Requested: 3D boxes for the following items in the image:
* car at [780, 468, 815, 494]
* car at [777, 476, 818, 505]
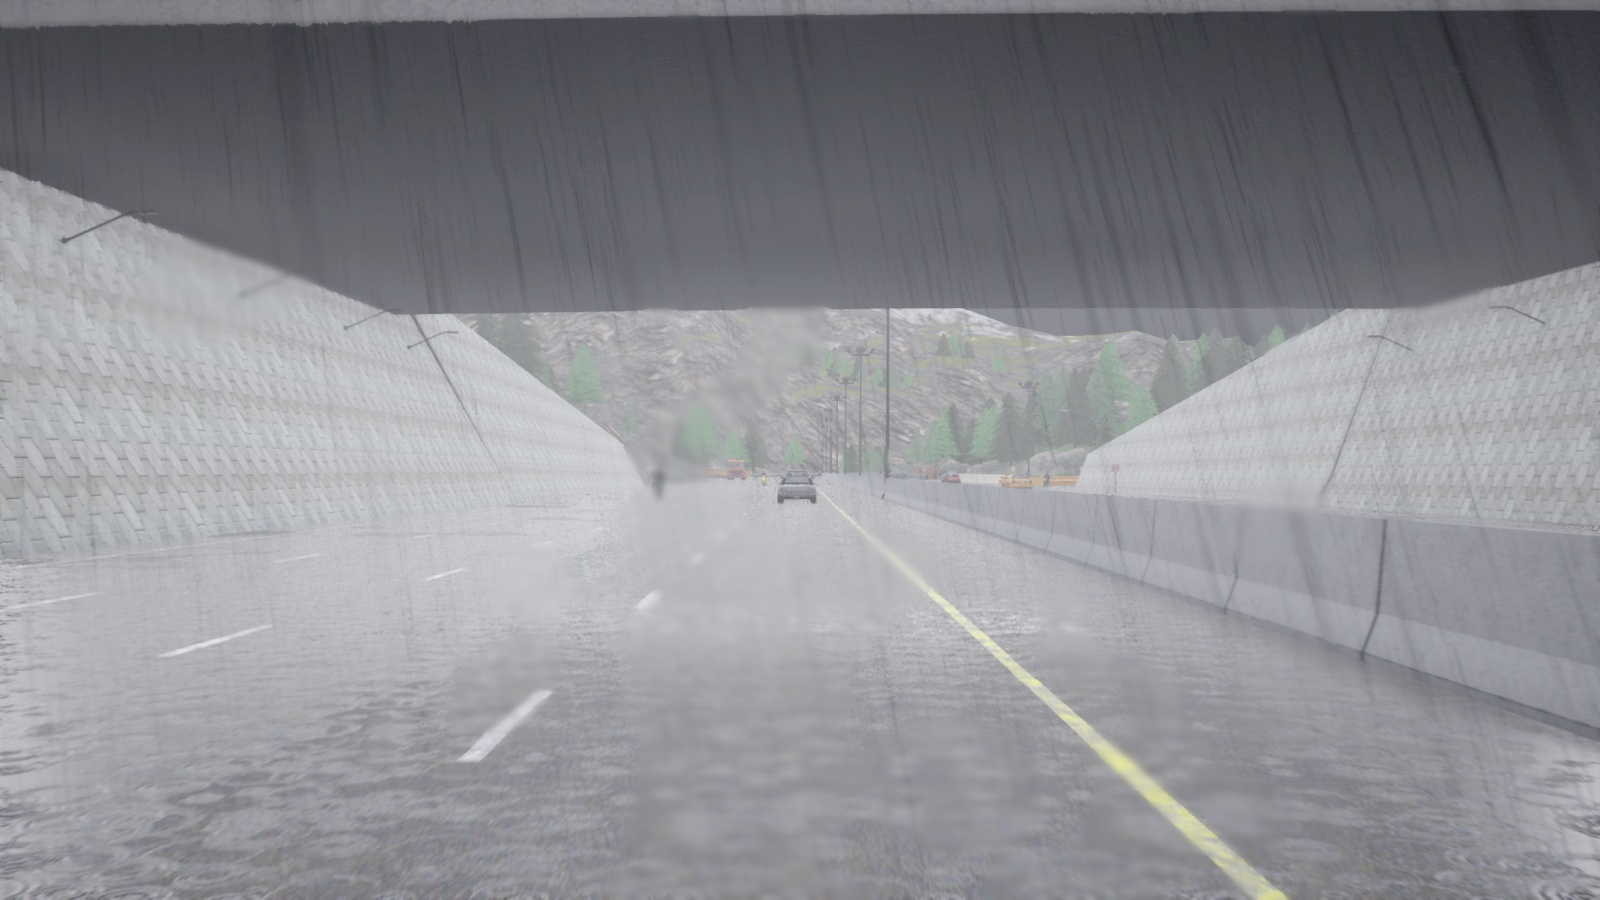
[{"bbox_3d":[-0.153,2.046,82.853,2.242,1.667,4.611,0,-1,0],"label":"car"},{"bbox_3d":[-0.123,1.937,61.016,1.895,1.301,4.718,0,-1,0],"label":"car"}]
